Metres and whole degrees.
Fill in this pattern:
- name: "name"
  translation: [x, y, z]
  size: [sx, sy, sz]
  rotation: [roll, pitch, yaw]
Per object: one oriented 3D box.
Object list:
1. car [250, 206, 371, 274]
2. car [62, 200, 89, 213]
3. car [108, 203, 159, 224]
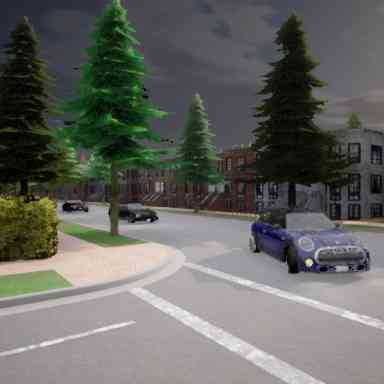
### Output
- name: "car"
  translation: [3.479, 1.340, 10.623]
  size: [2.097, 1.767, 4.553]
  rotation: [0, 0, -9]
- name: "car"
  translation: [-12.780, 1.541, 36.323]
  size: [1.994, 1.385, 4.181]
  rotation: [0, 0, -35]
- name: "car"
  translation: [-4.503, 1.525, 24.815]
  size: [2.033, 1.411, 5.357]
  rotation: [0, 0, -36]
